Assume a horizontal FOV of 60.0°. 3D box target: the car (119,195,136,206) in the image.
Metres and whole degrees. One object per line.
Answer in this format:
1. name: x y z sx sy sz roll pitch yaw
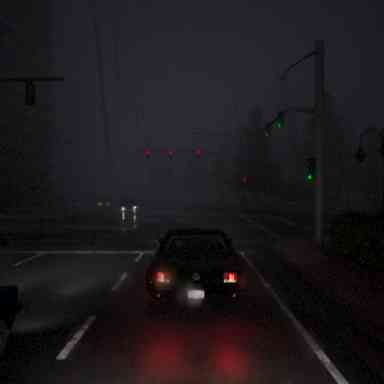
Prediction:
1. car: -8.888 1.171 45.533 1.812 1.442 4.674 0 1 -18

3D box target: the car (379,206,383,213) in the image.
1. car: 19.039 1.389 29.493 4.181 1.385 1.994 0 0 0

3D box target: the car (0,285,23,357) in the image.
1. car: -3.429 1.578 2.767 1.895 1.301 4.718 0 0 0

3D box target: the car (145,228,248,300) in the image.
1. car: 0.091 1.536 8.191 1.895 1.301 4.718 0 0 0

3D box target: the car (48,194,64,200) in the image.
1. car: -28.989 1.046 69.546 4.718 1.301 1.895 0 0 27

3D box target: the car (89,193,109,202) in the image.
1. car: -16.843 1.009 60.127 1.882 1.535 5.008 0 0 -41
